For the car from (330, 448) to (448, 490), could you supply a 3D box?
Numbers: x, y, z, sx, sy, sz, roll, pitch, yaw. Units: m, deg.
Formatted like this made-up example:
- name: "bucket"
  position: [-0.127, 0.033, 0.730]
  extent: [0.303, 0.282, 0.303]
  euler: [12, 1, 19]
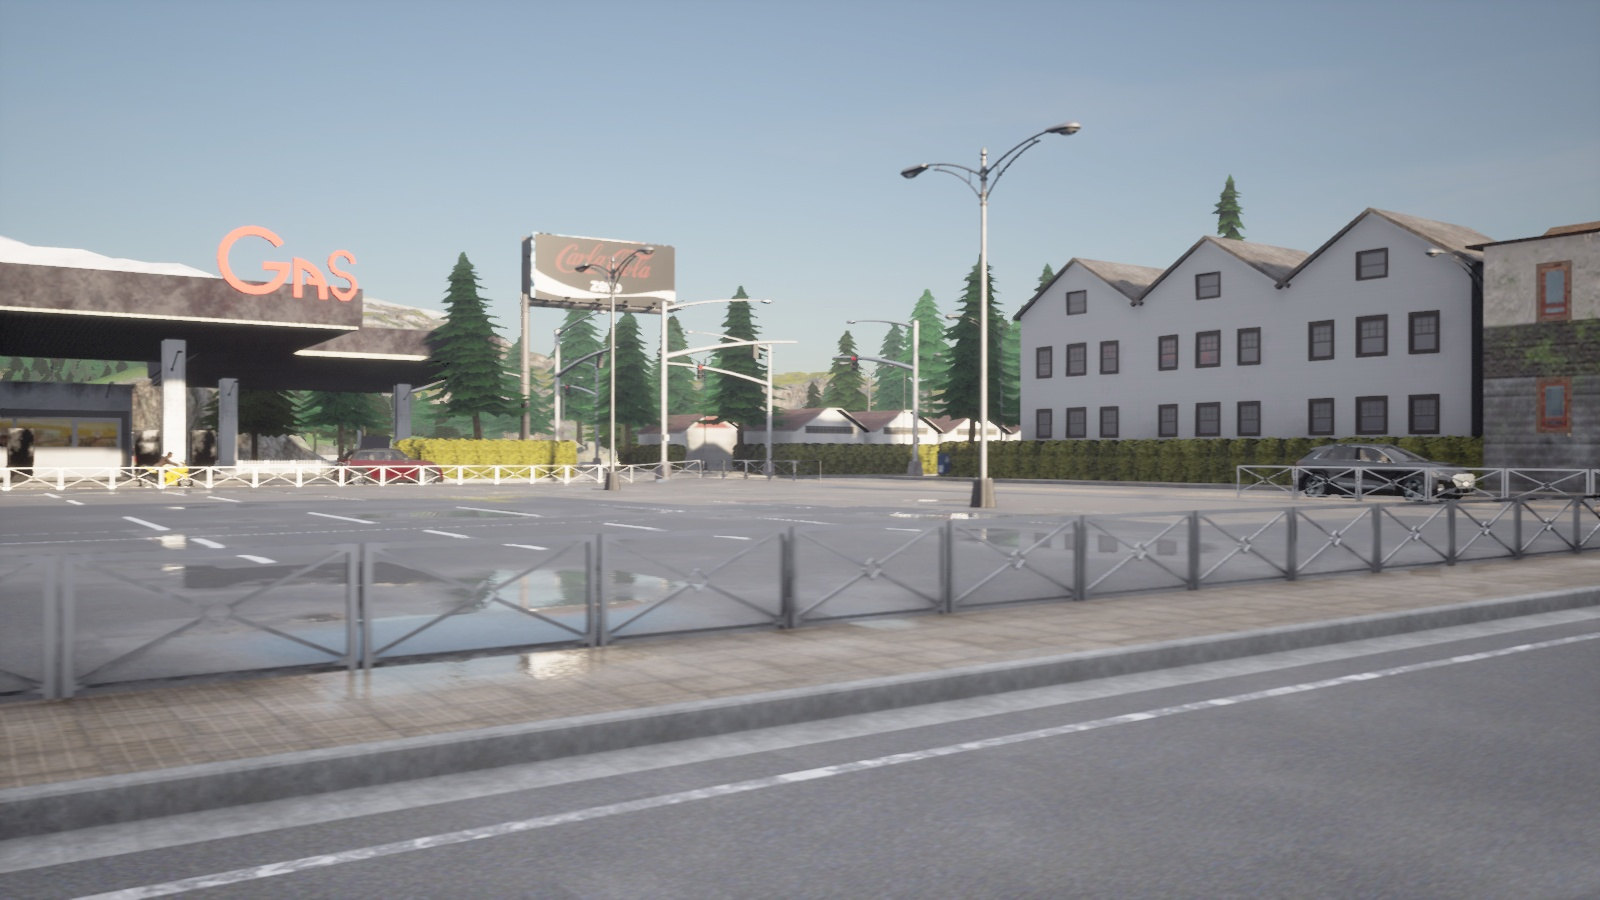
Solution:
- name: "car"
  position: [-18.064, 0.792, 55.271]
  extent: [4.553, 1.767, 2.097]
  euler: [0, 0, -35]

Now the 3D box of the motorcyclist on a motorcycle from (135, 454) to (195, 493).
- name: "motorcyclist on a motorcycle"
  position: [-25.383, 0.919, 50.238]
  extent: [2.044, 1.523, 0.797]
  euler: [0, 0, -35]

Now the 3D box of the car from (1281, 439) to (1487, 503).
- name: "car"
  position: [16.169, 0.550, 35.036]
  extent: [2.033, 1.649, 4.856]
  euler: [0, 0, -35]
